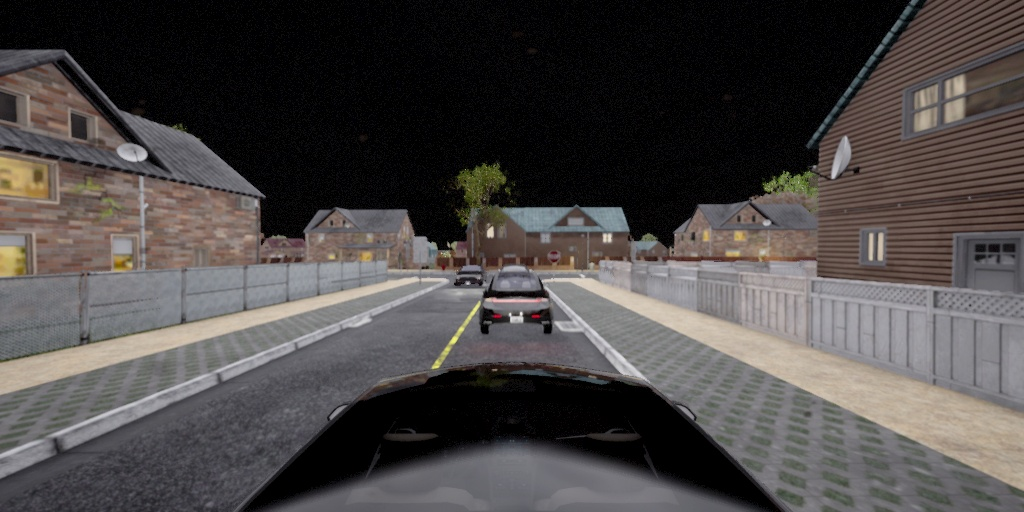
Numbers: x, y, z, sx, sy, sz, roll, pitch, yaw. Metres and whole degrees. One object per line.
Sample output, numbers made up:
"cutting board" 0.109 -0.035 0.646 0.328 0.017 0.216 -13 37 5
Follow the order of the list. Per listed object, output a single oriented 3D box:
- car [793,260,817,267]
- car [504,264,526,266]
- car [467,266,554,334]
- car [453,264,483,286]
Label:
"car" 27.311 1.121 33.721 5.008 1.535 1.882 0 2 0
"car" 0.166 1.190 20.924 1.882 1.535 5.008 0 0 2
"car" 0.111 1.222 10.524 2.128 1.511 4.902 0 0 0
"car" -2.715 1.277 24.771 2.033 1.411 5.357 0 0 0
